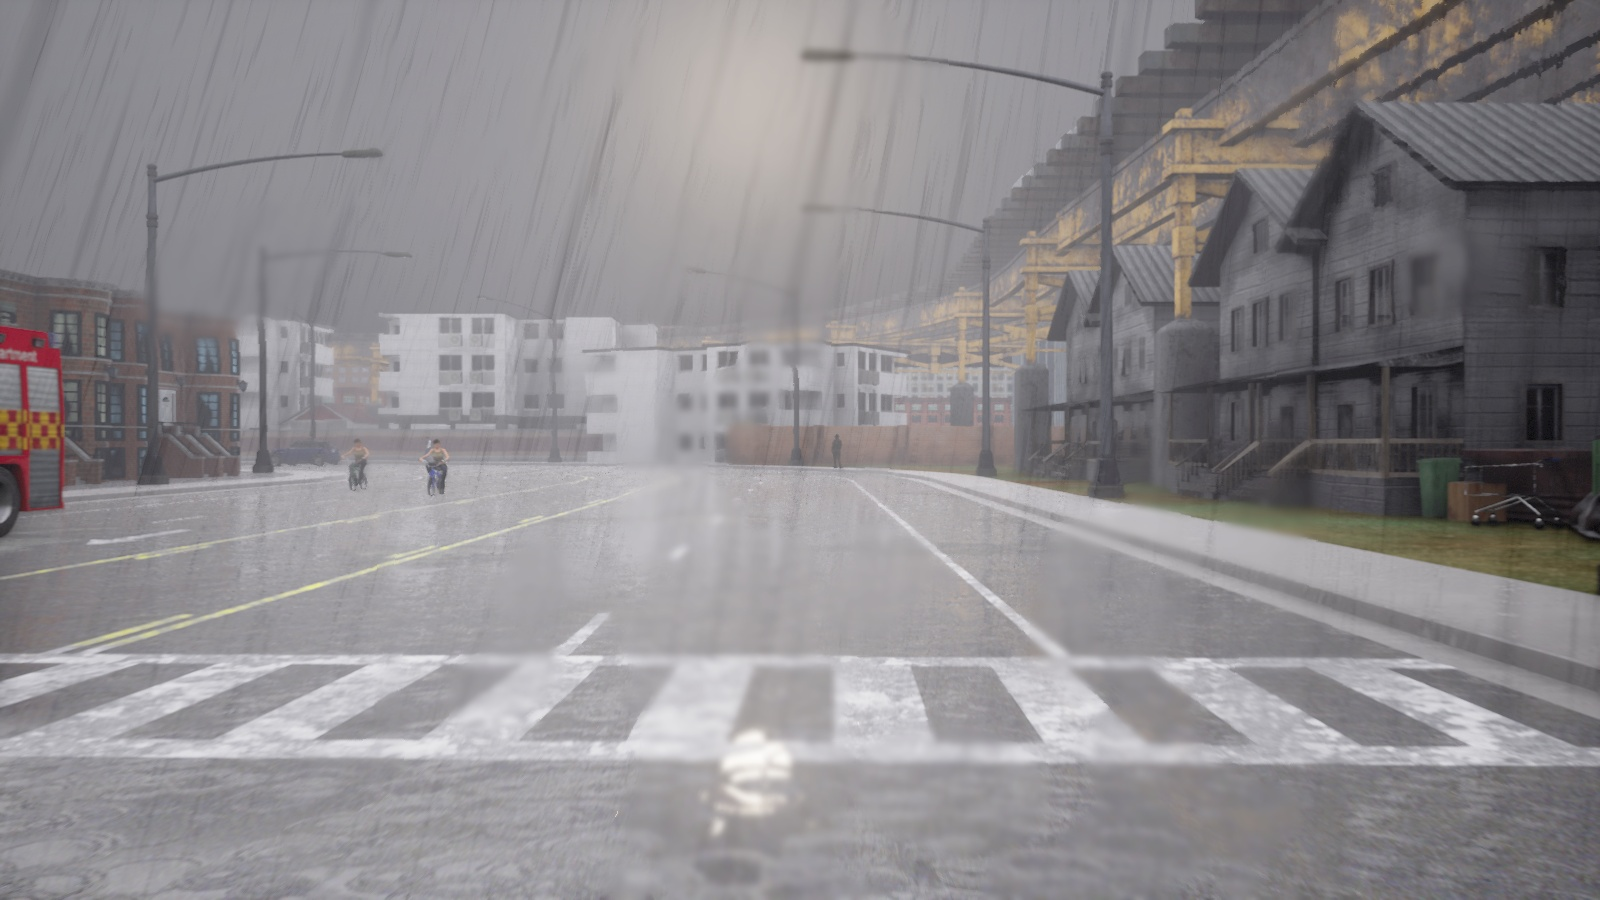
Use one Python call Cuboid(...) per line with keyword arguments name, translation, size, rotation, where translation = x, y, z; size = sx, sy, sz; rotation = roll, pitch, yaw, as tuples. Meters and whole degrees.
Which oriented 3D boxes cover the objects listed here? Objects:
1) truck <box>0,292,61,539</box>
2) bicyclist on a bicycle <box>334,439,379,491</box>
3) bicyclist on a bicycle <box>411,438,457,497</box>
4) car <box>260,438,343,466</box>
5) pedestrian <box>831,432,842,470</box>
Cuboid(name="truck", translation=(-13.885, -0.524, 16.866), size=(2.891, 3.827, 8.468), rotation=(0, 0, 0))
Cuboid(name="bicyclist on a bicycle", translation=(-13.756, 0.452, 38.985), size=(0.866, 1.612, 1.509), rotation=(0, 0, 1))
Cuboid(name="bicyclist on a bicycle", translation=(-10.279, 0.476, 35.315), size=(0.866, 1.612, 1.509), rotation=(0, 0, 0))
Cuboid(name="car", translation=(-31.861, 0.127, 80.328), size=(4.553, 1.767, 2.097), rotation=(0, 0, 10))
Cuboid(name="pedestrian", translation=(1.892, 0.039, 64.570), size=(0.395, 1.930, 0.692), rotation=(0, 0, -13))
